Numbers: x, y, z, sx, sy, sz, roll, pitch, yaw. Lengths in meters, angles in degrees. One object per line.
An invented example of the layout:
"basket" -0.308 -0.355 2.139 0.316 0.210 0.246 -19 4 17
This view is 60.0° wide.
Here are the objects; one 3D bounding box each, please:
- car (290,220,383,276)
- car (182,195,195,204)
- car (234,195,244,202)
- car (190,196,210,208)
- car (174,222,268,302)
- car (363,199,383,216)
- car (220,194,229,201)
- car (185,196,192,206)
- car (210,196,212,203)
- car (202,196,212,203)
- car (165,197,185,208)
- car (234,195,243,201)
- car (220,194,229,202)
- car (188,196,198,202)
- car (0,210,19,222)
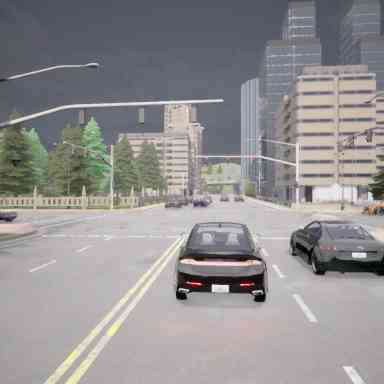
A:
"car" 4.393 1.564 10.395 1.994 1.385 4.181 0 0 5
"car" -0.674 1.478 65.380 1.882 1.535 5.008 0 0 6
"car" 10.937 1.591 76.096 1.895 1.301 4.718 0 0 5
"car" 1.256 1.601 49.291 1.895 1.301 4.718 0 0 5
"car" 0.701 1.492 8.285 2.128 1.511 4.902 0 0 5
"car" 19.152 1.352 32.117 4.553 1.767 2.097 0 0 7
"car" 8.336 1.353 85.704 2.097 1.767 4.553 0 0 5
"car" -1.643 1.547 55.697 2.033 1.411 5.357 0 0 6
"car" 2.143 1.601 58.412 1.895 1.301 4.718 0 0 6
"car" 3.171 1.505 68.457 1.837 1.490 4.892 0 0 6
"car" -2.527 1.564 46.497 1.994 1.385 4.181 0 0 5
"car" 11.823 1.537 85.402 2.033 1.411 5.357 0 0 5
"car" 7.545 1.549 77.401 1.994 1.385 4.181 0 0 5
"car" 0.315 1.595 75.319 1.895 1.301 4.718 0 0 5
"car" -15.480 1.601 24.576 4.718 1.301 1.895 0 0 5
